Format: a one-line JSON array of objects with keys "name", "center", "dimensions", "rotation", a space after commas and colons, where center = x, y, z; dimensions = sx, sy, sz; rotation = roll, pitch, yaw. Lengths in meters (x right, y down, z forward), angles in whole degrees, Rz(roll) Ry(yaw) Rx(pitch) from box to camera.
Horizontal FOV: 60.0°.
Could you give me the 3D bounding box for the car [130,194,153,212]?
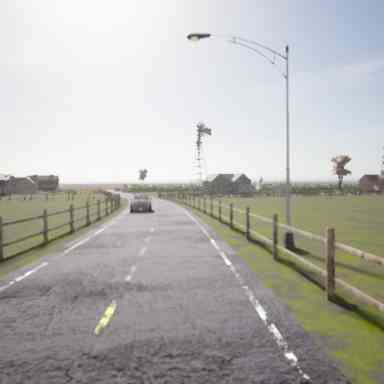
[{"name": "car", "center": [-5.013, 0.995, 33.110], "dimensions": [2.097, 1.767, 4.553], "rotation": [-1, 1, -7]}]
